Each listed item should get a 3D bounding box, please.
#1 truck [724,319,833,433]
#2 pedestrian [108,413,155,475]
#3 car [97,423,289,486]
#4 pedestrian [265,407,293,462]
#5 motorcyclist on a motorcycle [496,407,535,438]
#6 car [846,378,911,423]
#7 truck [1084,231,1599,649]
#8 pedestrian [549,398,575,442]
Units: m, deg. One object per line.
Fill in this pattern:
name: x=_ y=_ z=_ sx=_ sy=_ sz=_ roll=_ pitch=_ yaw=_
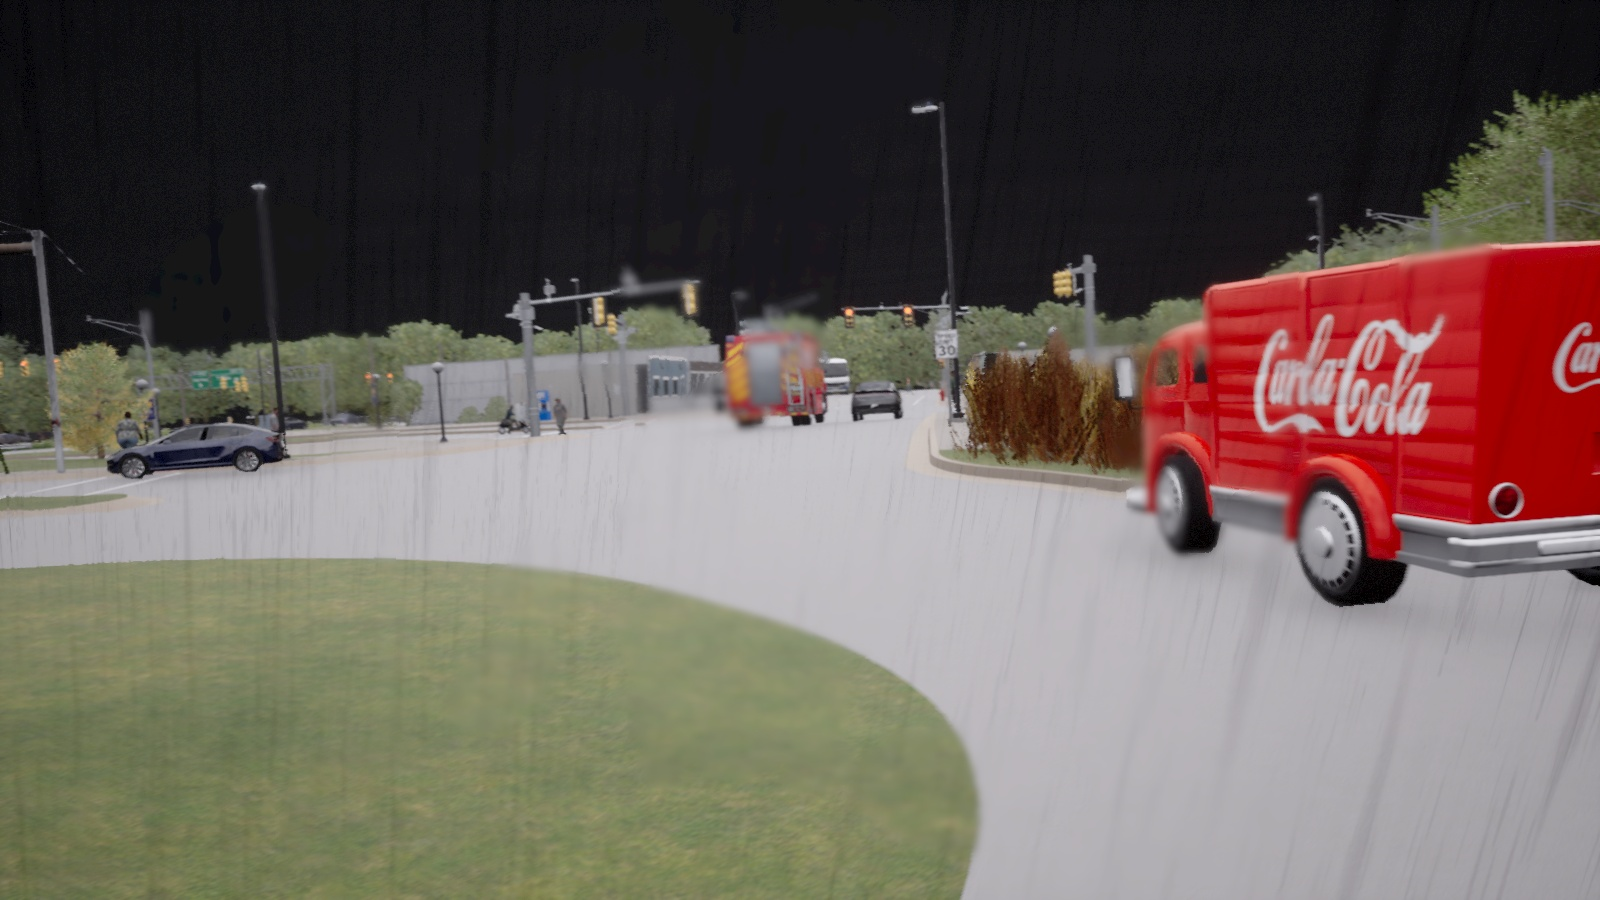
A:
truck: x=-0.663 y=-2.771 z=48.537 sx=2.891 sy=3.827 sz=8.468 roll=-3 pitch=2 yaw=7
pedestrian: x=-20.966 y=-0.202 z=39.394 sx=0.874 sy=1.855 sz=0.900 roll=-4 pitch=4 yaw=-6
car: x=-17.867 y=0.096 z=37.249 sx=4.792 sy=1.488 sz=2.163 roll=-4 pitch=3 yaw=-18
pedestrian: x=-17.898 y=-0.539 z=43.129 sx=0.706 sy=1.836 sz=0.354 roll=-5 pitch=4 yaw=-17
motorcyclist on a motorcycle: x=-15.338 y=-1.495 z=67.661 sx=1.817 sy=1.590 sz=0.866 roll=-2 pitch=3 yaw=2
car: x=3.097 y=-1.894 z=48.621 sx=2.128 sy=1.511 sz=4.902 roll=-3 pitch=2 yaw=7
truck: x=4.651 y=-0.229 z=10.285 sx=2.627 sy=2.467 sz=5.204 roll=-4 pitch=3 yaw=-10
pedestrian: x=-10.981 y=-1.405 z=58.005 sx=0.659 sy=1.952 sz=0.873 roll=-2 pitch=4 yaw=24
